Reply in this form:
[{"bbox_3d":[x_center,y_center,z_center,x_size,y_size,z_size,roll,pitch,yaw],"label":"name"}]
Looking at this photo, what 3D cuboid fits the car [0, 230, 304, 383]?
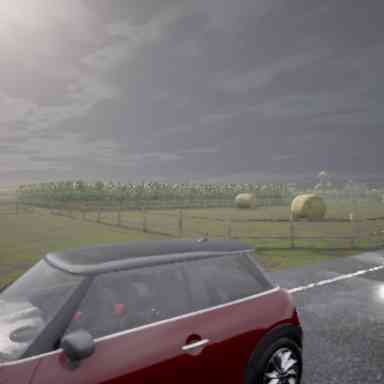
[{"bbox_3d":[-0.982,1.356,3.328,4.553,1.767,2.097,0,0,-35],"label":"car"}]
